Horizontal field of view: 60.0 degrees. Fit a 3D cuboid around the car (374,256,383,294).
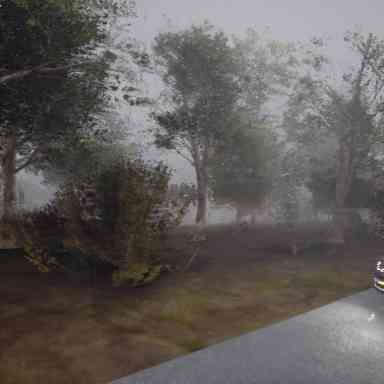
[{"bbox_3d":[6.018,1.533,7.640,4.892,1.490,1.837,0,0,-38],"label":"car"}]
